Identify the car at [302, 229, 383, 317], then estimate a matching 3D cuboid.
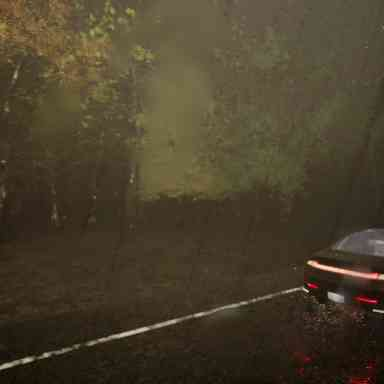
[{"bbox_3d":[4.325,1.518,6.837,4.902,1.511,2.128,0,0,-36],"label":"car"}]
